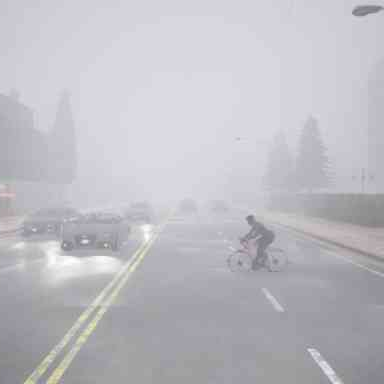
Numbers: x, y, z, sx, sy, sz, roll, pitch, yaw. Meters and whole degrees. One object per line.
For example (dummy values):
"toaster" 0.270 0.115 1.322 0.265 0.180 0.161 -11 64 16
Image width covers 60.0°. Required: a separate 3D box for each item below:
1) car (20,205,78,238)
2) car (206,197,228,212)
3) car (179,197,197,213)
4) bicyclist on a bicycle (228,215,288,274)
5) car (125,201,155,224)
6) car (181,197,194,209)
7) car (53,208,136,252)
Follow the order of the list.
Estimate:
"car" -7.299 1.505 17.780 1.837 1.490 4.892 0 0 -1
"car" 3.076 1.547 38.620 2.033 1.411 5.357 0 0 -1
"car" -0.435 1.491 37.664 2.128 1.511 4.902 0 0 -1
"bicyclist on a bicycle" 1.785 1.453 9.096 1.656 1.620 0.582 -2 0 -1
"car" -3.922 1.504 25.232 1.837 1.490 4.892 0 0 -1
"car" -0.619 1.505 47.701 1.837 1.490 4.892 0 0 0
"car" -3.769 1.564 13.705 1.994 1.385 4.181 0 0 0
